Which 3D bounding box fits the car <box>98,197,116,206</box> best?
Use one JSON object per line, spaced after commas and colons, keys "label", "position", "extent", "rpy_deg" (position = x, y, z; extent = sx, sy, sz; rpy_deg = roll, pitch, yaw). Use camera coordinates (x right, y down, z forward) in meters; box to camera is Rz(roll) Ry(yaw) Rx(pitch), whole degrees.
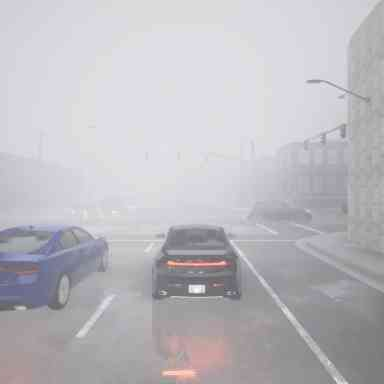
{"label": "car", "position": [-13.938, 1.561, 54.766], "extent": [1.994, 1.385, 4.181], "rpy_deg": [0, 0, -1]}

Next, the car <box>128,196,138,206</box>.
{"label": "car", "position": [-10.424, 1.487, 56.207], "extent": [2.128, 1.511, 4.902], "rpy_deg": [0, 0, 0]}

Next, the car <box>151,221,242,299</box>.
{"label": "car", "position": [0.103, 1.505, 8.431], "extent": [1.837, 1.490, 4.892], "rpy_deg": [0, 0, 0]}

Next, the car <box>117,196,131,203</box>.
{"label": "car", "position": [-13.807, 1.525, 67.954], "extent": [1.812, 1.442, 4.674], "rpy_deg": [0, 0, 0]}

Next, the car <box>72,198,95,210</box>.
{"label": "car", "position": [-13.966, 1.526, 43.341], "extent": [1.812, 1.442, 4.674], "rpy_deg": [0, 0, 0]}

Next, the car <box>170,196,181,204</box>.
{"label": "car", "position": [-3.211, 1.478, 65.952], "extent": [1.882, 1.535, 5.008], "rpy_deg": [0, 0, 0]}

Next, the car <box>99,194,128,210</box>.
{"label": "car", "position": [-10.470, 1.221, 44.026], "extent": [2.150, 2.045, 5.566], "rpy_deg": [0, 0, 0]}

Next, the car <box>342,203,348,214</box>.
{"label": "car", "position": [14.995, 1.015, 27.476], "extent": [5.008, 1.535, 1.882], "rpy_deg": [-5, 0, 0]}

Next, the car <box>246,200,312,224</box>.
{"label": "car", "position": [6.201, 1.336, 23.959], "extent": [4.553, 1.767, 2.097], "rpy_deg": [-1, 0, 4]}

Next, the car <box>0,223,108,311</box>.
{"label": "car", "position": [-3.401, 1.478, 7.885], "extent": [1.882, 1.535, 5.008], "rpy_deg": [0, 0, 0]}
